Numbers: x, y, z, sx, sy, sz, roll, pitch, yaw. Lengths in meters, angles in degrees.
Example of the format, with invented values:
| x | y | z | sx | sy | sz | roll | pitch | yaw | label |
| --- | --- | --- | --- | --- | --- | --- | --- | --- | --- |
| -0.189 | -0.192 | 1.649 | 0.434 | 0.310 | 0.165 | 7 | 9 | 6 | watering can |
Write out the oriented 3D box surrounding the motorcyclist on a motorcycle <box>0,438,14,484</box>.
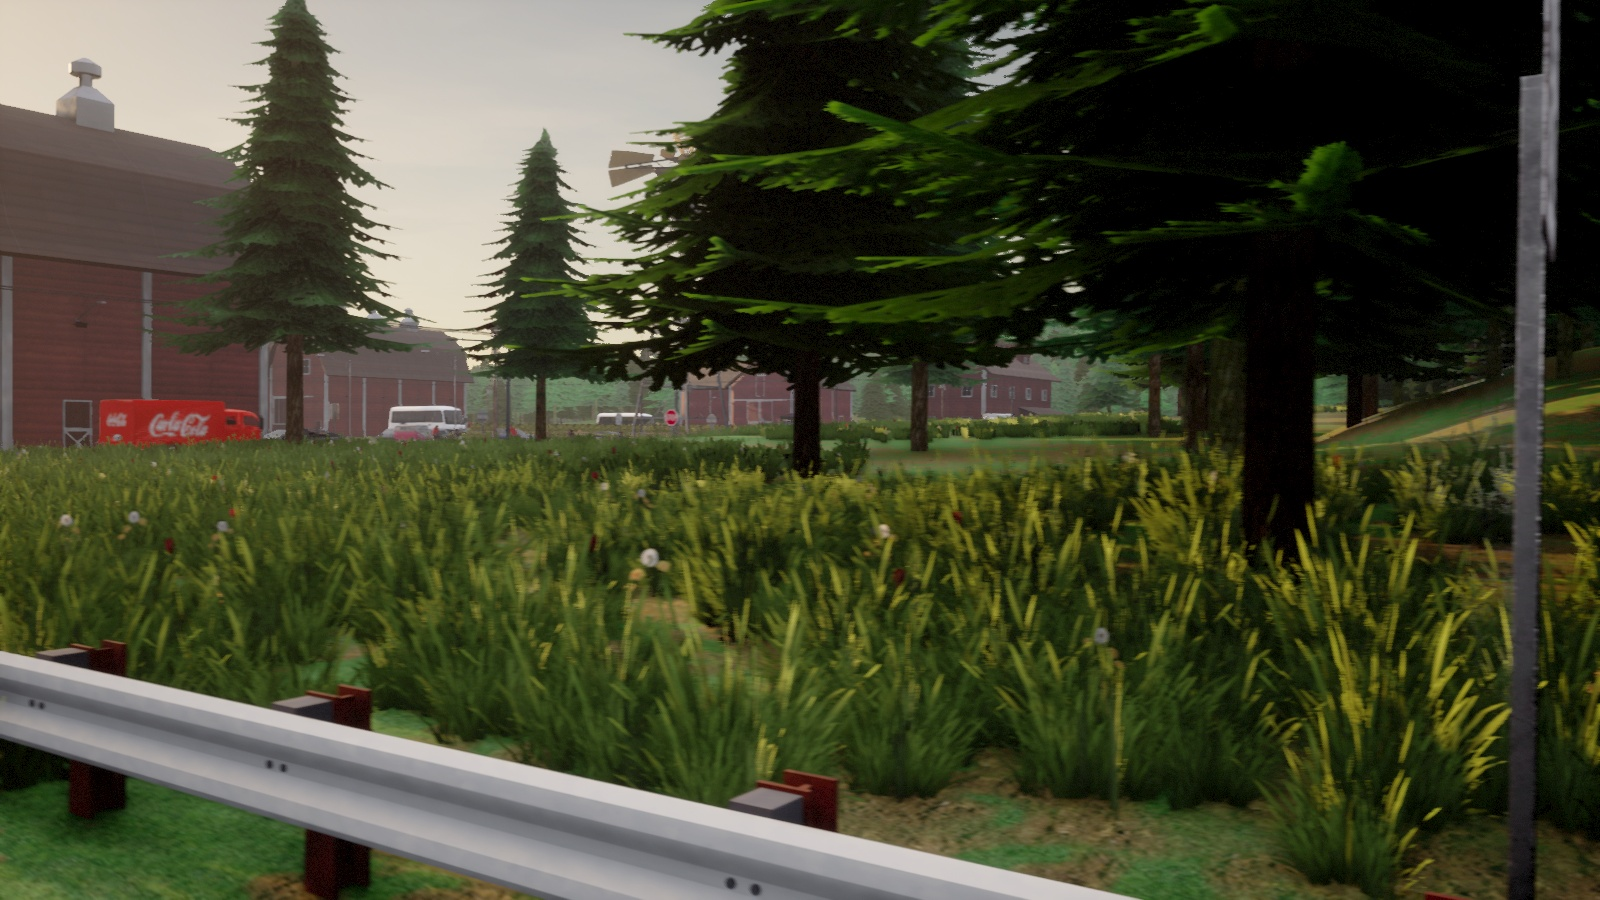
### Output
| x | y | z | sx | sy | sz | roll | pitch | yaw | label |
| --- | --- | --- | --- | --- | --- | --- | --- | --- | --- |
| -27.938 | 0.380 | 42.711 | 0.866 | 1.590 | 1.817 | 0 | 1 | 33 | motorcyclist on a motorcycle |

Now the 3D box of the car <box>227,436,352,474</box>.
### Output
| x | y | z | sx | sy | sz | roll | pitch | yaw | label |
| --- | --- | --- | --- | --- | --- | --- | --- | --- | --- |
| -21.420 | 0.175 | 52.855 | 2.007 | 1.525 | 4.514 | 0 | 1 | 33 | car |

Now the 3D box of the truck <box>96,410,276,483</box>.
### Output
| x | y | z | sx | sy | sz | roll | pitch | yaw | label |
| --- | --- | --- | --- | --- | --- | --- | --- | --- | --- |
| -22.076 | -0.150 | 45.360 | 2.627 | 2.467 | 5.204 | 0 | 1 | 33 | truck |
